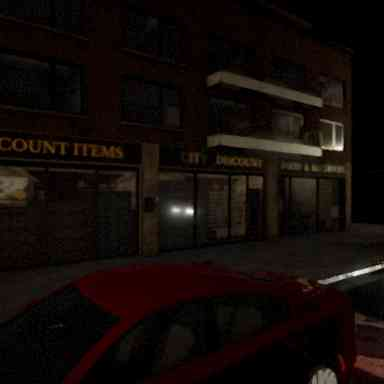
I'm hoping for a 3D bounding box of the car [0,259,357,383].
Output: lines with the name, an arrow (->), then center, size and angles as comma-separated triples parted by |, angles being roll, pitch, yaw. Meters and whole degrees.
car -> -0.517, 1.478, 3.004 | 5.008, 1.535, 1.882 | 0, 0, -35
